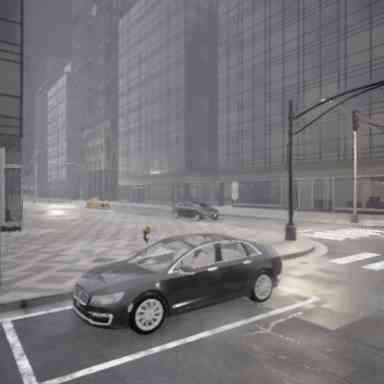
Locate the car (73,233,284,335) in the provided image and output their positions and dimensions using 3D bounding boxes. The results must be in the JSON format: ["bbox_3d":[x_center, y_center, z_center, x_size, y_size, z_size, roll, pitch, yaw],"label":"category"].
[{"bbox_3d":[-0.047,1.548,6.613,4.403,1.369,2.008,0,0,-35],"label":"car"}]

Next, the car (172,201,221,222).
[{"bbox_3d":[0.244,1.467,26.238,1.837,1.490,4.892,0,0,-36],"label":"car"}]

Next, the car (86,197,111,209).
[{"bbox_3d":[-12.218,1.420,43.430,1.882,1.535,5.008,0,0,-36],"label":"car"}]
